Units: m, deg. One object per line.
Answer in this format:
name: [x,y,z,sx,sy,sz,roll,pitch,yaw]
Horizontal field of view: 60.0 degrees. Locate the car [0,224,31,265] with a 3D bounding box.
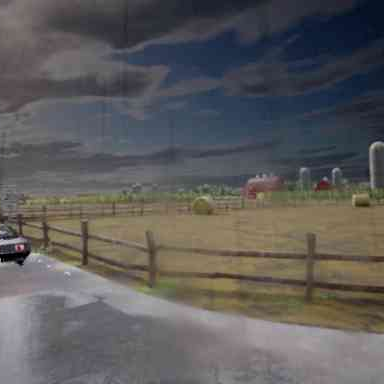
car: [-7.134,1.765,11.425,1.895,1.301,4.718,-1,0,-40]
